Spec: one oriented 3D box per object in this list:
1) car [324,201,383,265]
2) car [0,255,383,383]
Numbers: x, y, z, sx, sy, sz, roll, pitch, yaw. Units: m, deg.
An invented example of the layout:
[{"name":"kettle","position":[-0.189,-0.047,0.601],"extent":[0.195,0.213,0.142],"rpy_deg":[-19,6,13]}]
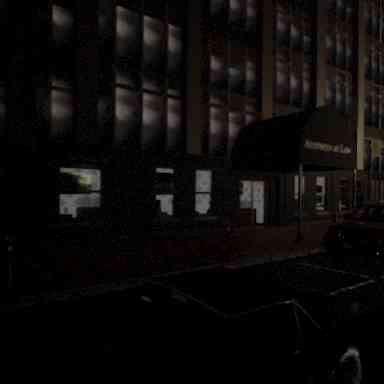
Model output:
[{"name":"car","position":[6.639,1.273,11.286],"extent":[5.009,1.841,2.192],"rpy_deg":[0,1,-36]},{"name":"car","position":[-0.011,1.595,3.373],"extent":[4.718,1.301,1.895],"rpy_deg":[0,0,-36]}]
